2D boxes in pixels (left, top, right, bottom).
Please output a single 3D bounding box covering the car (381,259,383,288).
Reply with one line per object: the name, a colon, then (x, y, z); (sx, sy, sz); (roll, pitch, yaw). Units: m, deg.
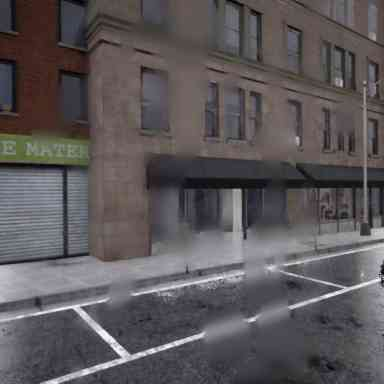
car: (6.243, 1.489, 7.698); (4.902, 1.511, 2.128); (0, 0, -35)
